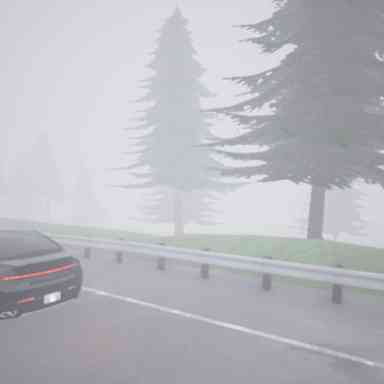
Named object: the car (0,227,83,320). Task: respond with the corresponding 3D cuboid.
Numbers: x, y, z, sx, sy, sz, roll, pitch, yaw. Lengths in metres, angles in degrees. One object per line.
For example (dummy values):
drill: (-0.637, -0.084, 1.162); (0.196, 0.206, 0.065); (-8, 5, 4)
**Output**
car: (-4.309, 1.483, 6.823); (4.892, 1.490, 1.837); (0, 0, 34)
